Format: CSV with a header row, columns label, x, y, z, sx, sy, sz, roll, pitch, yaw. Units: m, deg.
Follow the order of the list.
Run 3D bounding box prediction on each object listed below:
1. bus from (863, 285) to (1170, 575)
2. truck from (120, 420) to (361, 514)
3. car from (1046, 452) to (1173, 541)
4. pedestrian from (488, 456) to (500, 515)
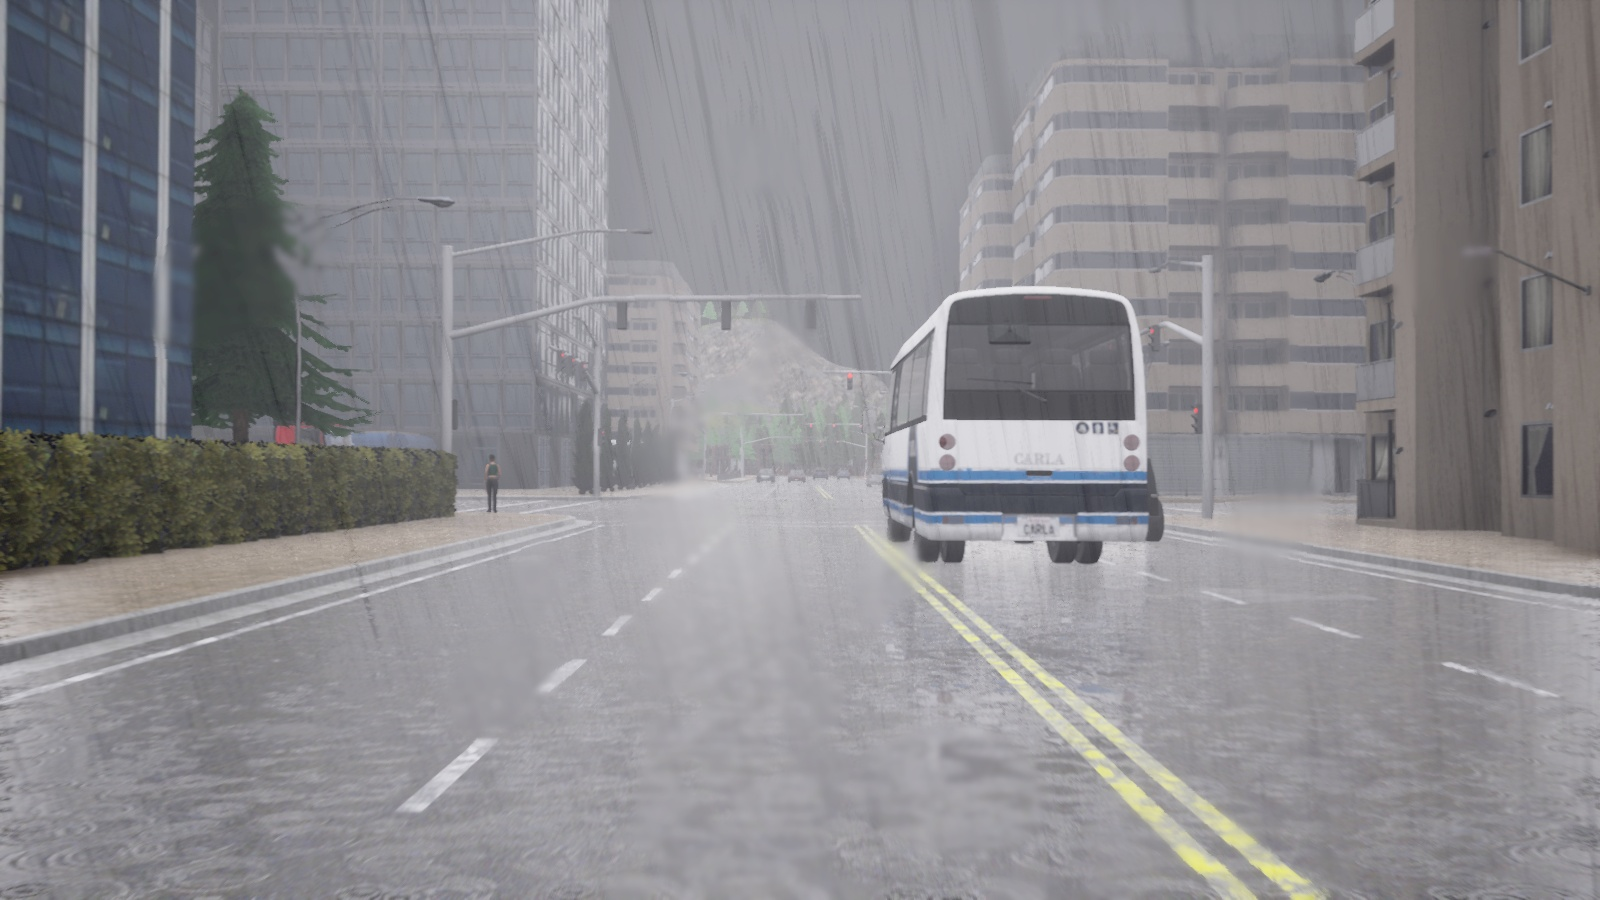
label,x,y,z,sx,sy,sz,roll,pitch,yaw
bus,3.438,-0.225,23.599,3.944,4.253,10.273,0,-1,0
truck,-21.340,0.639,48.215,7.936,3.462,2.891,0,-1,-1
car,6.932,1.007,28.545,1.905,1.878,3.866,0,-1,0
pedestrian,-9.606,1.111,39.368,0.345,1.836,0.594,0,-1,-16
